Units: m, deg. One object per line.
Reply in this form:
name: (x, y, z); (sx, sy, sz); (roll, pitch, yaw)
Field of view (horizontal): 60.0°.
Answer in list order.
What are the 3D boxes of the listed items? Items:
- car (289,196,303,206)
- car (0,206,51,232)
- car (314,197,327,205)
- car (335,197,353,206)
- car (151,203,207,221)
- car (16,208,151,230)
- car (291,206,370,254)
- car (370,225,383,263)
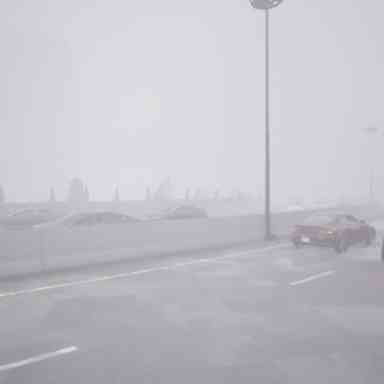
car: (16.735, 1.456, 53.412); (2.128, 1.511, 4.902); (0, 0, 23)
car: (-9.472, 1.548, 18.977); (4.902, 1.511, 2.128); (0, 0, -39)
car: (21.585, 1.491, 56.015); (2.033, 1.411, 5.357); (0, 0, 21)
car: (21.127, 1.443, 46.227); (1.837, 1.490, 4.892); (0, 0, 26)
car: (-1.122, 1.513, 21.625); (4.902, 1.511, 2.128); (0, 0, -44)
car: (-4.438, 1.536, 14.066); (4.892, 1.490, 1.837); (0, 0, -40)
car: (5.732, 1.511, 13.411); (4.674, 1.442, 1.812); (0, 0, -43)
car: (7.498, 1.480, 10.291); (4.892, 1.490, 1.837); (0, 0, -42)
